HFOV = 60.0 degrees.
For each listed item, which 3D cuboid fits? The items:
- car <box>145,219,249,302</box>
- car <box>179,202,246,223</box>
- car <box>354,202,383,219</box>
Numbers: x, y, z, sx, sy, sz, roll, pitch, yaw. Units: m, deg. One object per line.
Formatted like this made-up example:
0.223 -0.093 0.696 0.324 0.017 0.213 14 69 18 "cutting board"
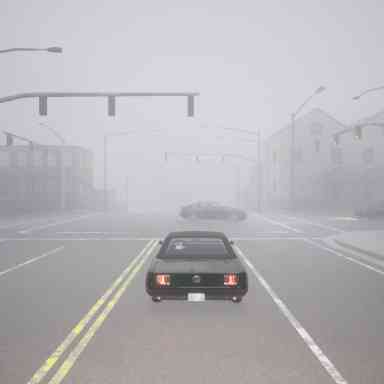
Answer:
0.104 1.601 8.193 1.895 1.301 4.718 0 0 0 "car"
1.475 1.458 24.296 4.902 1.511 2.128 0 0 -1 "car"
16.034 1.564 28.154 4.181 1.385 1.994 0 0 0 "car"
